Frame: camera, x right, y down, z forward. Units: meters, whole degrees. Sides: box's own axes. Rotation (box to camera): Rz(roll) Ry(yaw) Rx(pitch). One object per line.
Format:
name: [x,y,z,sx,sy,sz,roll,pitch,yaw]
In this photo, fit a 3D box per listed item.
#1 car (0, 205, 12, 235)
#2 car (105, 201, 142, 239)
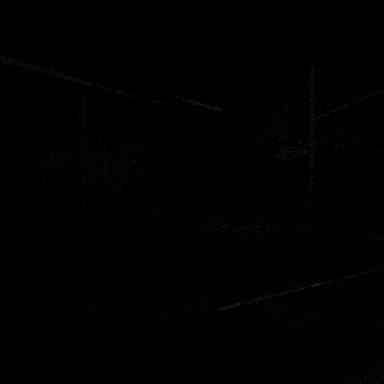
car: [-11.482,1.523,18.600,2.242,1.667,4.611,1,0,-36]
car: [-4.353,1.448,18.338,1.905,1.878,3.866,1,0,-36]
